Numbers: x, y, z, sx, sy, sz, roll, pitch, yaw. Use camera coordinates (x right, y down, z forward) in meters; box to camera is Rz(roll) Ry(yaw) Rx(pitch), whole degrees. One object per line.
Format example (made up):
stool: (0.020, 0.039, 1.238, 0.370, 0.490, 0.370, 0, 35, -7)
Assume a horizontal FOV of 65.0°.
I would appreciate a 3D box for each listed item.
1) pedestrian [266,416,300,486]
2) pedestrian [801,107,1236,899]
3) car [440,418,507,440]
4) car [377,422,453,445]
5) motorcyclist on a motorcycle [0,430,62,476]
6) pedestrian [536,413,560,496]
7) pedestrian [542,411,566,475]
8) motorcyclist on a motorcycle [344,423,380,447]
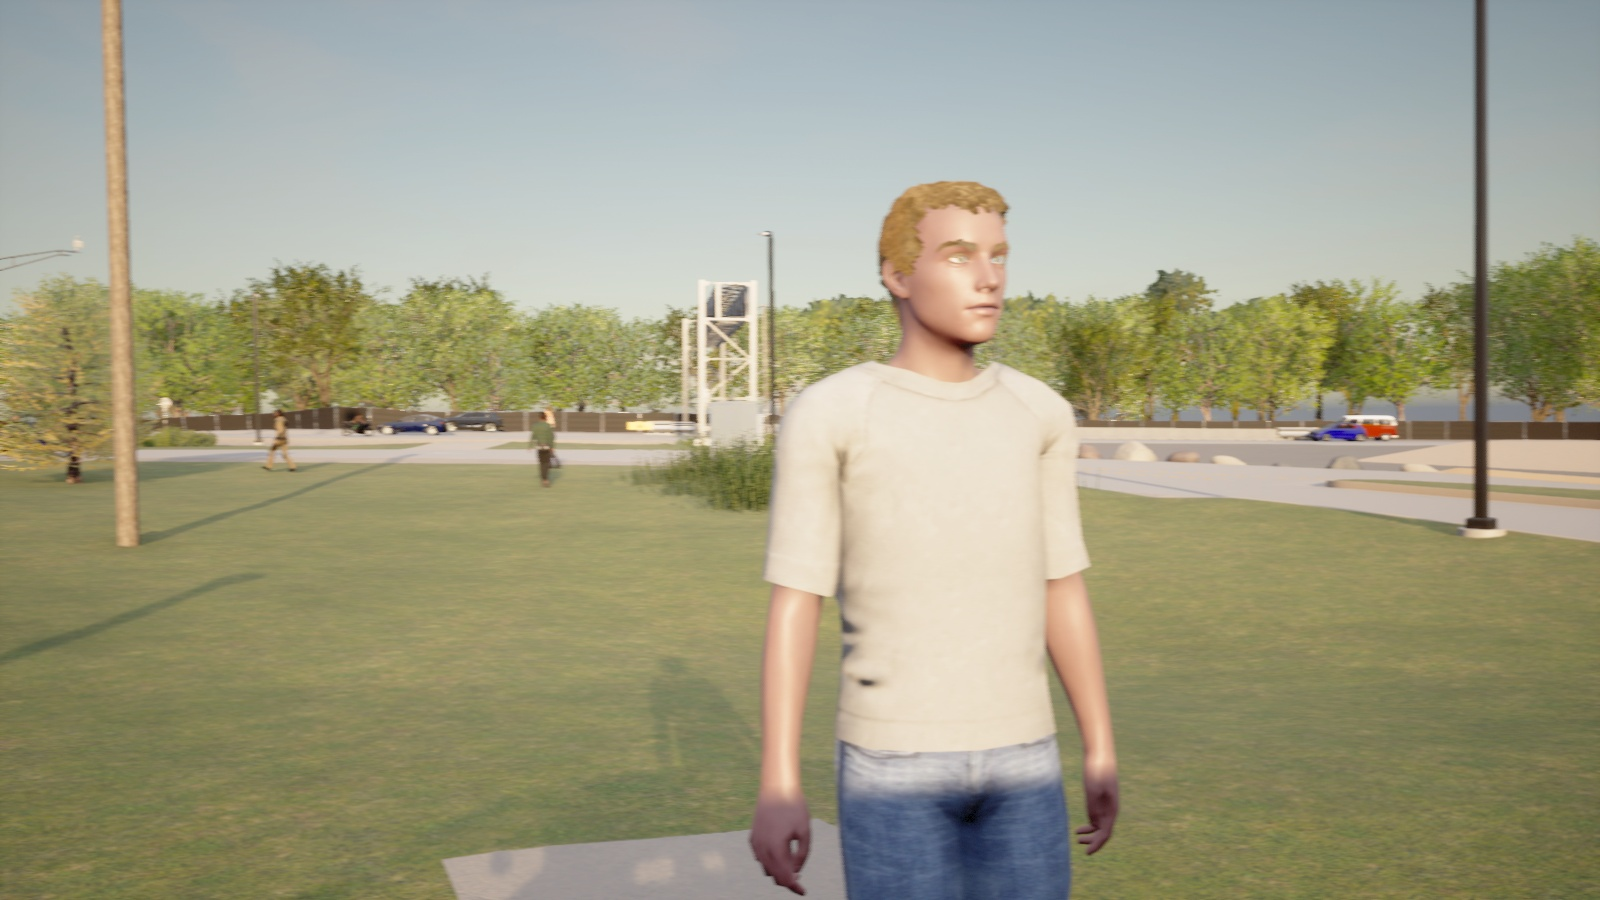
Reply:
pedestrian: (-14.542, 0.024, 35.342, 0.692, 1.930, 0.396, -2, 2, 10)
pedestrian: (0.311, 0.476, 1.978, 0.354, 1.836, 0.706, -3, 2, -17)
car: (-24.914, -1.621, 95.785, 4.856, 1.649, 2.033, -1, 1, -16)
car: (-27.051, -1.160, 88.398, 4.792, 1.488, 2.163, -1, 1, -7)
motorcyclist on a motorcycle: (-26.616, 0.100, 42.893, 2.191, 1.530, 0.866, -1, 2, -6)
pedestrian: (-6.109, 0.098, 30.433, 0.423, 1.949, 0.788, -2, 2, -6)
pedestrian: (-7.159, -0.210, 36.566, 0.594, 1.836, 0.345, -2, 2, -5)
motorcyclist on a motorcycle: (-28.323, -0.976, 81.189, 2.044, 1.523, 0.797, -1, 1, -7)
